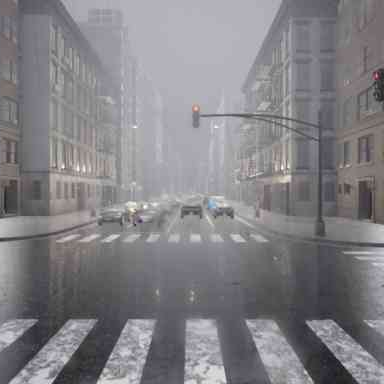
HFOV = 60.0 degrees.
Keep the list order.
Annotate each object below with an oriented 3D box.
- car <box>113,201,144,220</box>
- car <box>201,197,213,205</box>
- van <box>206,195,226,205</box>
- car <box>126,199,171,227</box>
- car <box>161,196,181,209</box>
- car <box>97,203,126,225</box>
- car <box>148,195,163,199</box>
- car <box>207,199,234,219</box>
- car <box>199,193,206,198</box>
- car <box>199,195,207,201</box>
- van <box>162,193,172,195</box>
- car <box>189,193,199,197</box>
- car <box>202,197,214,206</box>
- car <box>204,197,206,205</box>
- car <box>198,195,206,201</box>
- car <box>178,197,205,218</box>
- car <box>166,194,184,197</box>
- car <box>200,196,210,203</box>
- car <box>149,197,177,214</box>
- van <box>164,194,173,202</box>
[{"bbox_3d":[-5.396,1.523,28.777,1.752,1.417,4.829,0,0,0],"label":"car"},{"bbox_3d":[2.647,1.548,61.385,2.008,1.369,4.403,0,0,0],"label":"car"},{"bbox_3d":[2.640,1.339,34.354,1.690,1.788,3.998,0,0,0],"label":"van"},{"bbox_3d":[-2.849,1.490,22.909,2.128,1.511,4.902,0,0,0],"label":"car"},{"bbox_3d":[-2.835,1.561,42.806,1.994,1.385,4.181,0,0,1],"label":"car"},{"bbox_3d":[-5.391,1.549,23.540,2.008,1.369,4.403,0,0,0],"label":"car"},{"bbox_3d":[-5.411,1.437,45.166,1.967,1.590,4.097,0,0,0],"label":"car"},{"bbox_3d":[2.639,1.549,28.948,2.008,1.369,4.403,0,0,0],"label":"car"},{"bbox_3d":[2.644,1.312,50.573,2.192,1.841,5.009,0,0,0],"label":"car"},{"bbox_3d":[2.653,1.541,83.010,1.887,1.381,4.507,0,0,0],"label":"car"},{"bbox_3d":[-5.431,1.338,66.790,1.690,1.788,3.998,0,0,0],"label":"van"},{"bbox_3d":[0.097,1.487,66.791,2.128,1.511,4.902,0,0,0],"label":"car"},{"bbox_3d":[2.646,1.563,55.979,1.947,1.339,4.313,0,0,0],"label":"car"},{"bbox_3d":[2.641,1.579,39.760,1.802,1.307,4.206,0,0,0],"label":"car"},{"bbox_3d":[2.654,1.562,88.416,1.947,1.339,4.313,0,0,0],"label":"car"},{"bbox_3d":[0.003,1.503,29.972,1.837,1.490,4.892,0,0,1],"label":"car"},{"bbox_3d":[-2.798,1.475,53.060,1.882,1.535,5.008,0,0,1],"label":"car"},{"bbox_3d":[2.648,1.522,66.961,1.752,1.417,4.829,0,0,0],"label":"car"},{"bbox_3d":[-2.845,1.545,32.792,2.033,1.411,5.357,0,0,0],"label":"car"},{"bbox_3d":[-5.441,1.338,77.603,1.690,1.788,3.998,0,0,0],"label":"van"}]
